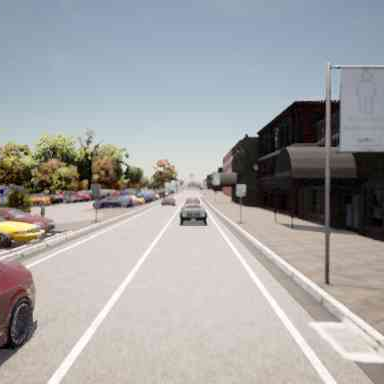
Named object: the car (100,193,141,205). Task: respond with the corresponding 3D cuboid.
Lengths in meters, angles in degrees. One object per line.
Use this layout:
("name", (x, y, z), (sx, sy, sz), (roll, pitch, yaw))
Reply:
("car", (-9.390, 1.254, 42.835), (4.674, 1.452, 2.002), (0, 0, 0))

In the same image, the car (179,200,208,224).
("car", (0.098, 1.518, 24.150), (1.895, 1.301, 4.718), (0, 0, 0))

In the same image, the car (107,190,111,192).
("car", (-21.723, 0.766, 76.653), (4.553, 1.767, 2.185), (0, 1, 0))

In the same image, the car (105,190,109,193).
("car", (-21.803, 0.981, 73.959), (4.792, 1.488, 2.163), (0, 1, 0))

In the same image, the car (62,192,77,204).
("car", (-21.904, 1.164, 54.172), (4.892, 1.521, 2.231), (0, 0, 0))

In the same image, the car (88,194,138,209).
("car", (-9.434, 1.257, 40.008), (4.792, 1.488, 2.163), (0, 0, 0))

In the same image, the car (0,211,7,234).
("car", (-9.340, 1.527, 11.249), (4.792, 1.488, 2.163), (0, 0, 0))

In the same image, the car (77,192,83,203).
("car", (-21.851, 1.180, 56.871), (4.792, 1.488, 2.163), (0, 0, 0))

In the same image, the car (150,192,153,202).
("car", (-9.325, 1.163, 54.137), (5.008, 1.535, 2.097), (0, 0, 0))

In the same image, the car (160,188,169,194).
("car", (-9.177, 0.512, 82.406), (5.566, 2.045, 2.435), (0, 1, 0))

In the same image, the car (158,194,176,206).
("car", (-3.322, 1.334, 47.725), (1.994, 1.385, 4.181), (0, 0, 0))

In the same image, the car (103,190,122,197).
("car", (-21.697, 0.454, 90.767), (4.553, 1.767, 2.185), (0, 1, 0))

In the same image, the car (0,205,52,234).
("car", (-9.116, 1.488, 14.032), (5.366, 1.575, 1.946), (0, 0, 0))

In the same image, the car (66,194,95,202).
("car", (-21.822, 1.109, 65.353), (5.008, 1.535, 2.097), (0, 0, 0))

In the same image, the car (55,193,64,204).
("car", (-21.928, 1.189, 48.400), (5.008, 1.535, 2.097), (0, 0, 0))

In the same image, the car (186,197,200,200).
("car", (0.098, 1.377, 42.202), (1.994, 1.385, 4.181), (0, 0, 0))

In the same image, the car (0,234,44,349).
("car", (-3.350, 1.514, 3.506), (1.812, 1.442, 4.674), (0, 0, 0))

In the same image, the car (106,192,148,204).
("car", (-9.539, 1.186, 48.487), (5.366, 1.575, 1.946), (0, 0, 0))

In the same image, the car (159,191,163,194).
("car", (-9.214, 1.054, 71.113), (4.674, 1.452, 2.002), (0, 1, 0))

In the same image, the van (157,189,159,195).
("van", (-9.368, 0.884, 65.319), (4.442, 1.987, 1.878), (0, 1, 0))

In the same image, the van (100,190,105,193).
("van", (-21.671, 0.788, 71.127), (4.442, 1.987, 1.878), (0, 1, 0))

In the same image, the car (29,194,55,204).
("car", (-21.919, 1.075, 45.700), (4.553, 1.767, 2.185), (0, 0, 0))

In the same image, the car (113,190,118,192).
("car", (-21.724, 0.765, 82.426), (4.892, 1.521, 2.231), (0, 1, 0))

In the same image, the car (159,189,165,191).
("car", (-9.214, 0.763, 76.759), (4.553, 1.767, 2.185), (0, 1, 0))

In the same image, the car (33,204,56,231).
("car", (-9.308, 1.524, 16.674), (4.674, 1.452, 2.002), (-1, 0, 1))

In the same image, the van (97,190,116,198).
("van", (-21.816, 0.476, 85.246), (4.442, 1.987, 1.878), (0, 1, 0))

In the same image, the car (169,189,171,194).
("car", (-9.266, 0.510, 93.713), (5.366, 1.575, 1.946), (0, 1, 0))

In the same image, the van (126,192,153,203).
("van", (-9.402, 0.912, 59.788), (4.442, 1.987, 1.878), (0, 0, 0))

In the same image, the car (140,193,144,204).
("car", (-9.373, 1.242, 45.660), (4.674, 1.452, 2.002), (0, 0, 0))

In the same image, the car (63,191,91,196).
("car", (-21.817, 0.874, 62.517), (5.566, 2.045, 2.435), (0, 0, 0))

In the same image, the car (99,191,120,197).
("car", (-21.689, 0.642, 87.947), (5.008, 1.535, 2.097), (0, 1, 0))

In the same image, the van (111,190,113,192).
("van", (-21.854, 0.601, 79.598), (4.442, 1.987, 1.878), (0, 1, 0))

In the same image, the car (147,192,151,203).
("car", (-9.331, 1.176, 51.312), (5.008, 1.535, 2.097), (0, 0, 0))

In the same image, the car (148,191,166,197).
("car", (-9.146, 0.513, 88.059), (4.553, 1.767, 2.185), (0, 1, 0))

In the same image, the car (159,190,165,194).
("car", (-9.195, 0.951, 73.937), (5.008, 1.535, 2.097), (0, 1, 0))

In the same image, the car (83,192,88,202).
("car", (-21.833, 1.167, 59.694), (4.792, 1.488, 2.163), (0, 0, 0))

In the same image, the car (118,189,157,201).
("car", (-9.274, 0.899, 56.962), (5.566, 2.045, 2.435), (0, 0, 0))
